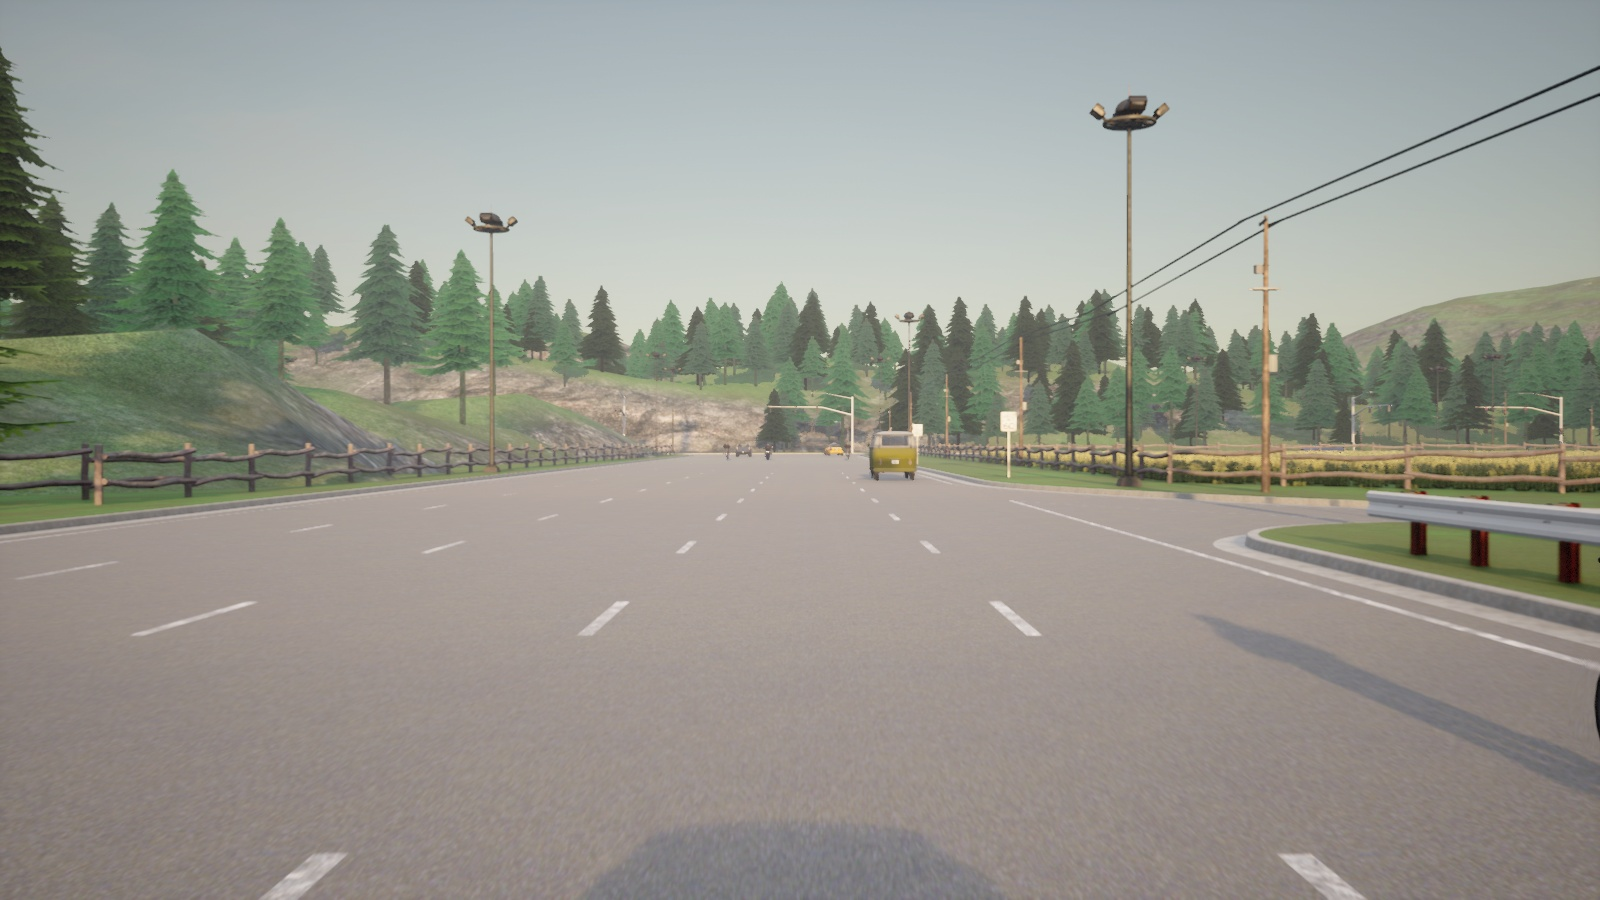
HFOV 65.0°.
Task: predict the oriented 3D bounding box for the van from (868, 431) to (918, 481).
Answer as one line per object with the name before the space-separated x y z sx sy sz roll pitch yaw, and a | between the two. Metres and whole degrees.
van | 3.810 0.229 52.231 1.775 1.987 4.442 0 0 0

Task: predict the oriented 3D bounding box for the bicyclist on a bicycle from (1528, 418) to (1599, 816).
bicyclist on a bicycle | 3.542 0.678 4.787 0.582 1.620 1.656 0 0 0
